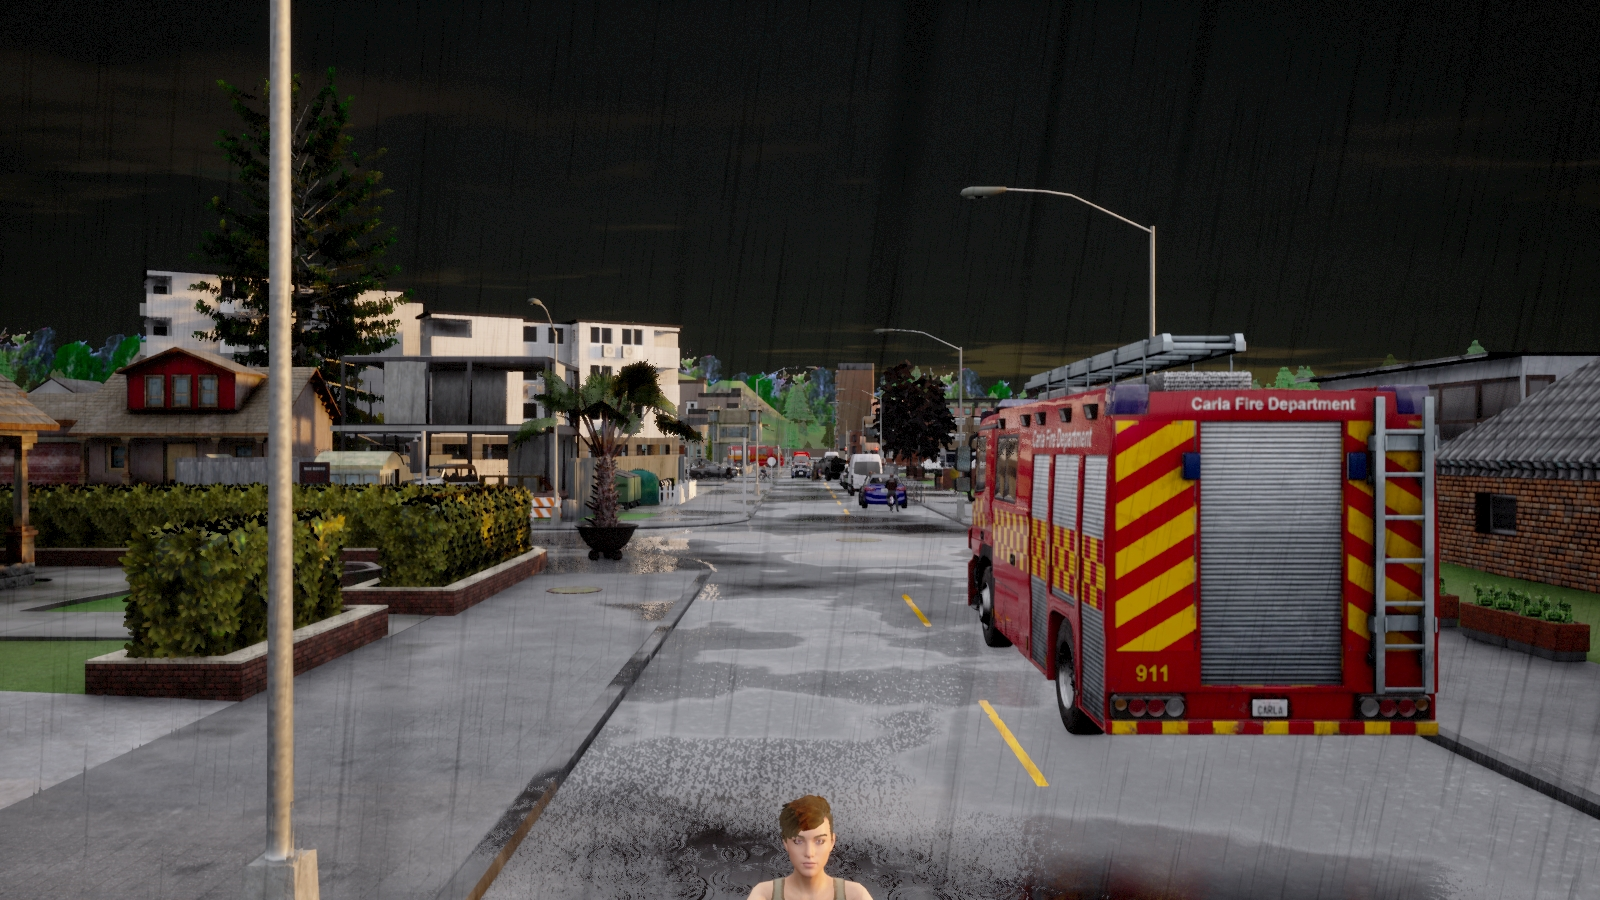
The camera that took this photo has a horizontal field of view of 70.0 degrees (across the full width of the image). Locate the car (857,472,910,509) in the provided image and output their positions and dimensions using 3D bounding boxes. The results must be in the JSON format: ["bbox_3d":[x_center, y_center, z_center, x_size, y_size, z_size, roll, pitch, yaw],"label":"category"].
[{"bbox_3d":[4.046,1.967,56.171,2.242,1.667,4.611,0,0,0],"label":"car"}]

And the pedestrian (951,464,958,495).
[{"bbox_3d":[9.301,1.744,68.578,0.375,1.860,0.375,0,0,0],"label":"pedestrian"}]

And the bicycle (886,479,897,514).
[{"bbox_3d":[4.077,2.060,50.936,0.329,1.471,1.835,0,0,0],"label":"bicycle"}]

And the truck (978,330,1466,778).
[{"bbox_3d":[4.261,0.890,13.995,2.891,3.827,8.468,0,0,0],"label":"truck"}]

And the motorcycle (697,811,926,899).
[{"bbox_3d":[0.039,2.155,3.558,0.764,1.307,2.356,0,0,0],"label":"motorcycle"}]

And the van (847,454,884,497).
[{"bbox_3d":[4.045,1.534,71.355,1.988,2.561,5.915,0,0,0],"label":"van"}]
